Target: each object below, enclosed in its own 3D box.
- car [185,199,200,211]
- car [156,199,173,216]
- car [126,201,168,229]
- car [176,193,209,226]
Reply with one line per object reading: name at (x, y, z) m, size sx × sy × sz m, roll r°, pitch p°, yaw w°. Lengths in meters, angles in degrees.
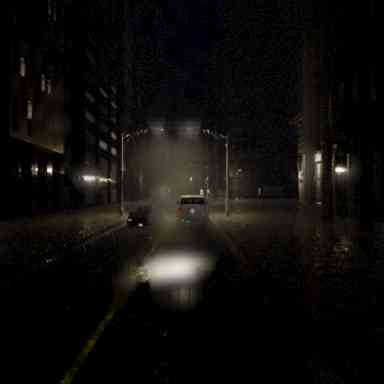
car at (0.063, 1.651, 43.227) m, size 1.895 × 1.301 × 4.718 m, roll 0°, pitch 0°, yaw 0°
car at (-3.019, 1.544, 33.578) m, size 1.837 × 1.490 × 4.892 m, roll 0°, pitch 0°, yaw 0°
car at (-3.033, 1.573, 22.379) m, size 2.033 × 1.411 × 5.357 m, roll 0°, pitch 0°, yaw 0°
car at (0.045, 1.252, 23.813) m, size 2.150 × 2.045 × 5.566 m, roll 0°, pitch 0°, yaw 0°
